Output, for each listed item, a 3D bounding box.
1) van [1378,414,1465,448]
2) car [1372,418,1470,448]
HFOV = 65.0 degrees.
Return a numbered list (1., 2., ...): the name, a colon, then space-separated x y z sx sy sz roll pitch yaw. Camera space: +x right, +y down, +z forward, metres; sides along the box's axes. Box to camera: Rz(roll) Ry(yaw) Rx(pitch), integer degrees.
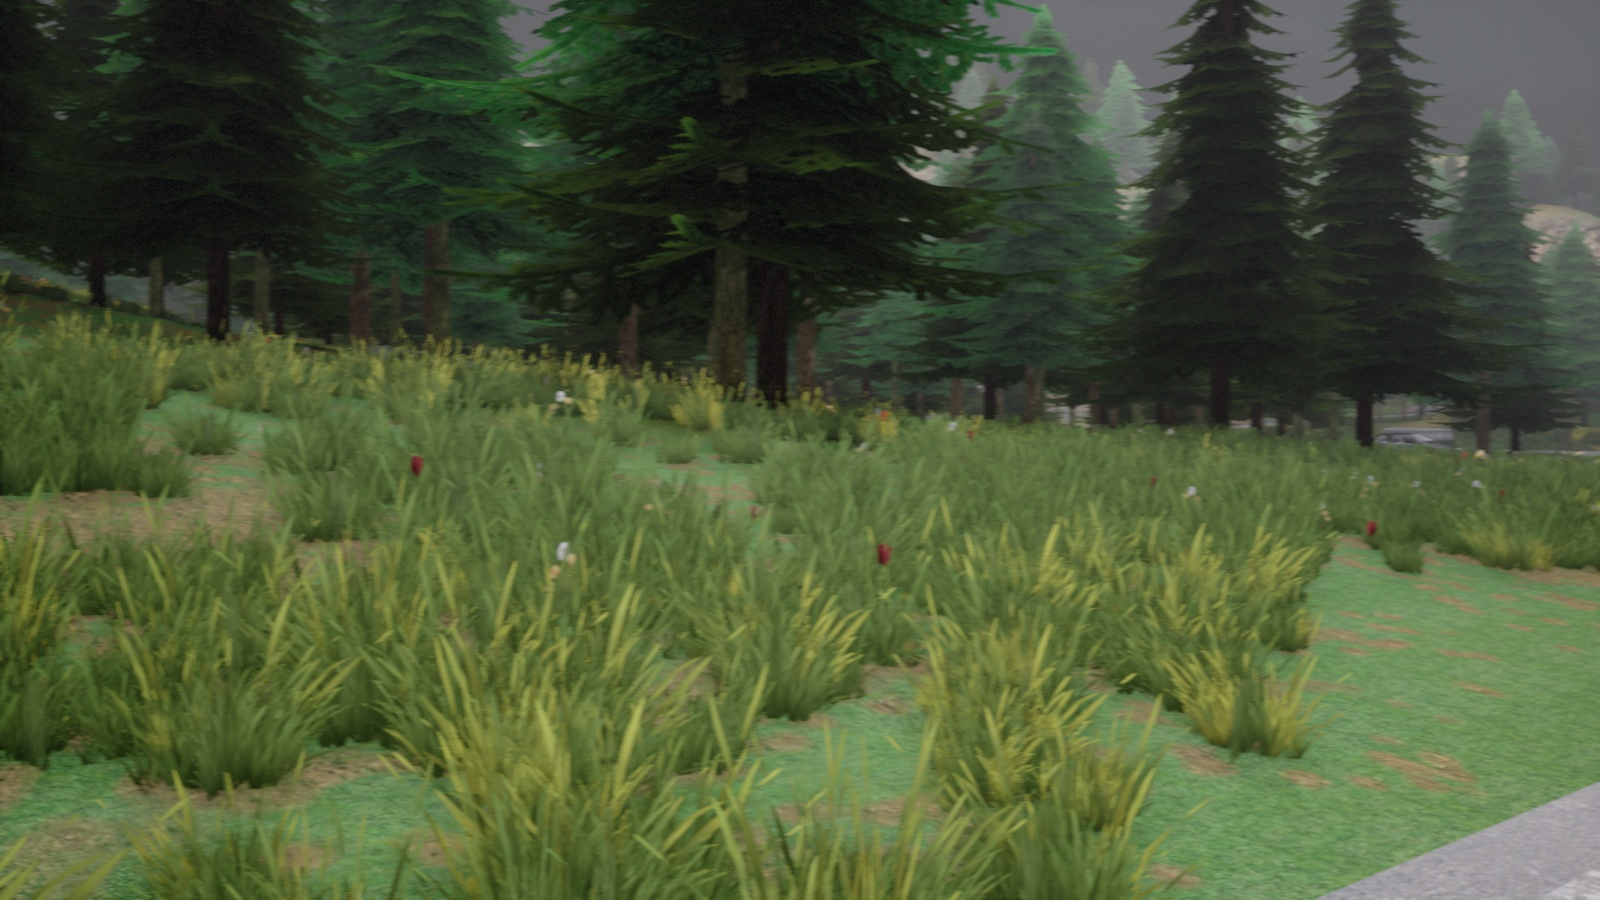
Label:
1. van: 37.897 -1.158 76.661 1.775 1.987 4.442 -1 1 -38
2. car: 36.159 -0.983 73.196 2.242 1.667 4.611 -1 1 -38
